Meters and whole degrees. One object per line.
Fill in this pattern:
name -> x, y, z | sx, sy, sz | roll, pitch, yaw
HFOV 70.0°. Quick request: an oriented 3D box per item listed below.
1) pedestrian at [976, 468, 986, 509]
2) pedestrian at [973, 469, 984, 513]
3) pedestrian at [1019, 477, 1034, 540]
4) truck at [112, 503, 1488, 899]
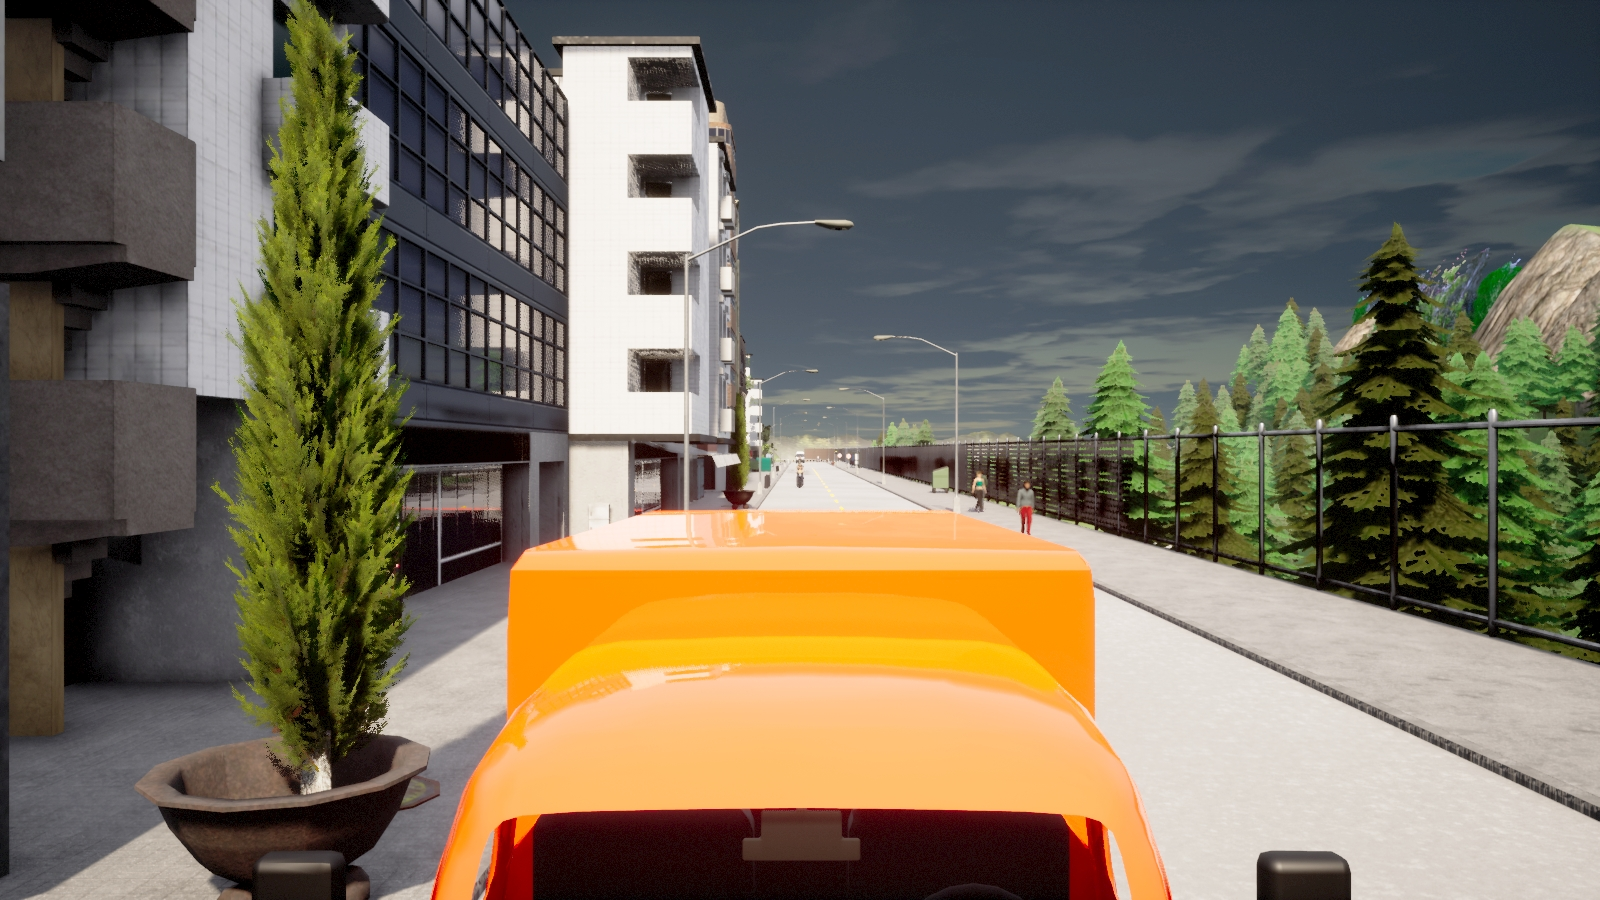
pedestrian -> 8.252, 1.765, 52.224 | 0.375, 1.860, 0.375 | 0, 0, -4
pedestrian -> 7.689, 1.764, 49.166 | 0.375, 1.860, 0.375 | 0, 0, -10
pedestrian -> 6.805, 1.758, 34.315 | 0.375, 1.860, 0.375 | 0, 0, -2
truck -> 0.000, 1.571, 4.781 | 2.627, 2.467, 5.204 | 0, 0, 0
